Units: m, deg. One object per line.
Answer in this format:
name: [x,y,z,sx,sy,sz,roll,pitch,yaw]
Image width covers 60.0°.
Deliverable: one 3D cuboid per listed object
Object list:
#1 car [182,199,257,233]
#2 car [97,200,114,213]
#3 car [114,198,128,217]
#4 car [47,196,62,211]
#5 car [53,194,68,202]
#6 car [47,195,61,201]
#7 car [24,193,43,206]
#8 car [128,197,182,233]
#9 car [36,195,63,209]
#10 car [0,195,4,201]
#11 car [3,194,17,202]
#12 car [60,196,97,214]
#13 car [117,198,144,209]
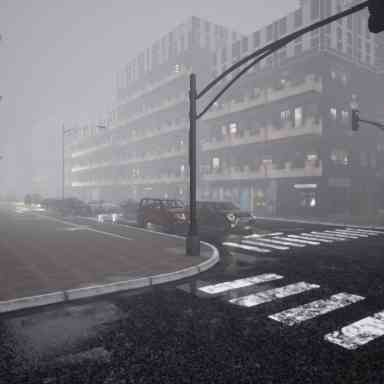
car: [1.685,1.306,19.460,2.097,1.767,4.553,0,0,-33]
car: [-9.982,1.497,35.799,1.895,1.301,4.718,0,0,-36]
car: [-4.291,1.471,27.905,2.033,1.411,5.357,0,0,-36]
car: [-14.805,1.451,38.047,1.947,1.339,4.313,0,0,-36]
car: [-27.917,1.269,70.503,1.967,1.590,4.097,0,0,-36]
car: [-31.233,1.379,75.093,2.008,1.369,4.403,0,0,-36]
car: [-24.757,1.162,51.820,2.192,1.841,5.009,0,0,-36]
car: [-1.534,1.264,19.680,2.192,1.841,5.009,0,0,-36]
car: [-18.123,1.436,42.639,1.947,1.339,4.313,0,0,-36]
car: [-41.345,1.269,74.777,1.967,1.590,4.097,0,0,-36]
car: [-38.027,1.412,70.186,1.802,1.307,4.206,0,0,-36]
car: [-11.487,1.444,33.454,1.887,1.381,4.507,0,0,-36]
car: [-8.012,1.465,42.955,1.802,1.307,4.206,0,0,-36]
